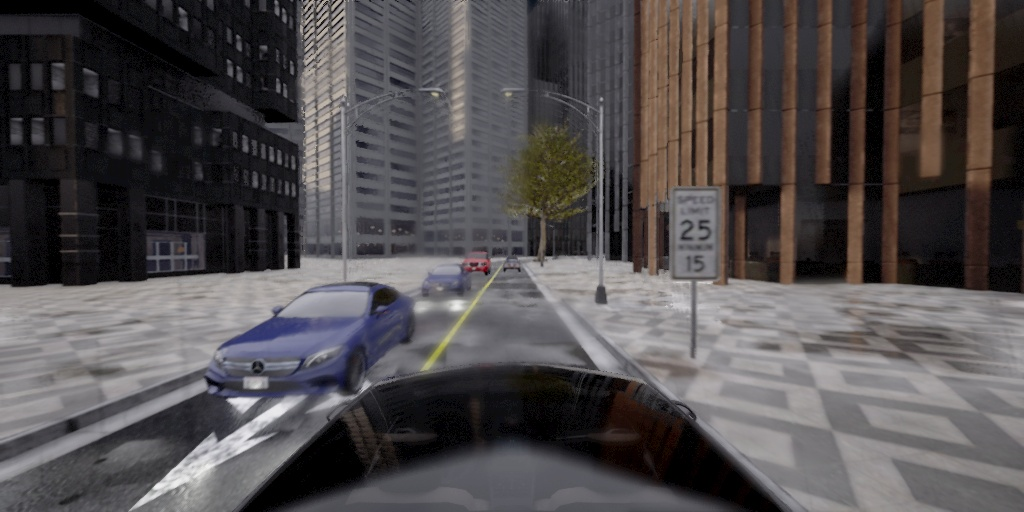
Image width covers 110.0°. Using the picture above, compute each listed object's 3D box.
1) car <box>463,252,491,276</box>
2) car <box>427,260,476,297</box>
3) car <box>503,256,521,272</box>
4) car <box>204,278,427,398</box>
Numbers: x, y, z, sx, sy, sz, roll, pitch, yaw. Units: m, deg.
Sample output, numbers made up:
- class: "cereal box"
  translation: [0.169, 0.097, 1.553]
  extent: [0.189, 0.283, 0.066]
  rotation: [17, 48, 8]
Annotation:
- class: "car"
  translation: [-3.083, 0.653, 32.269]
  extent: [2.150, 2.045, 5.566]
  rotation: [0, 1, 0]
- class: "car"
  translation: [-3.091, 1.123, 17.761]
  extent: [1.812, 1.442, 4.674]
  rotation: [0, 1, 0]
- class: "car"
  translation: [-0.001, 0.904, 37.355]
  extent: [2.033, 1.411, 5.357]
  rotation: [0, 1, 0]
- class: "car"
  translation: [-3.089, 1.240, 6.631]
  extent: [1.812, 1.442, 4.674]
  rotation: [0, 1, 0]
